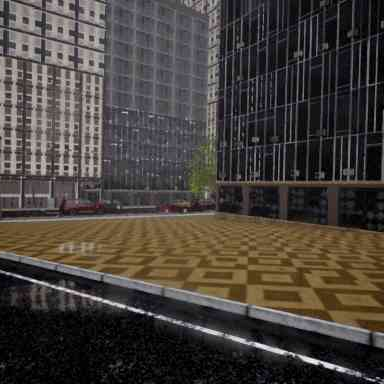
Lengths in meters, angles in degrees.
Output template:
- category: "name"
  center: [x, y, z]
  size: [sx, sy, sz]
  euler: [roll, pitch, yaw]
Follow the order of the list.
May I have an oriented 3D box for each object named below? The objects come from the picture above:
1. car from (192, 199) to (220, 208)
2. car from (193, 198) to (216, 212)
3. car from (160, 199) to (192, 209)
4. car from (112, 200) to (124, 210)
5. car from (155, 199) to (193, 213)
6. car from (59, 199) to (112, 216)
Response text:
- category: "car"
  center: [2.365, 1.873, 55.621]
  size: [4.313, 1.339, 1.947]
  euler: [1, 1, -34]
- category: "car"
  center: [2.144, 1.782, 45.913]
  size: [5.009, 1.841, 2.192]
  euler: [1, 1, -34]
- category: "car"
  center: [-2.452, 1.785, 52.321]
  size: [4.829, 1.417, 1.752]
  euler: [1, 1, -34]
- category: "car"
  center: [-11.666, 1.721, 46.011]
  size: [4.403, 1.369, 2.008]
  euler: [1, 1, -34]
- category: "car"
  center: [-2.538, 1.966, 42.714]
  size: [4.507, 1.381, 1.887]
  euler: [1, 1, -34]
- category: "car"
  center: [-11.887, 1.645, 36.303]
  size: [5.009, 1.841, 2.192]
  euler: [1, 1, -34]
